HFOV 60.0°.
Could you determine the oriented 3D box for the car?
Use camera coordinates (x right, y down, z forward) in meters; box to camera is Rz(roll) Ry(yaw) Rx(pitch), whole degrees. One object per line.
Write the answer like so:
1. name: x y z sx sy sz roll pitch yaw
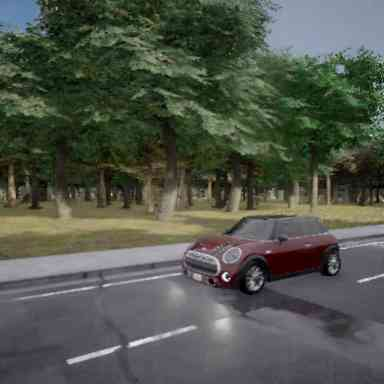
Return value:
1. car: 1.978 1.417 9.049 4.553 1.767 2.097 1 0 -35
